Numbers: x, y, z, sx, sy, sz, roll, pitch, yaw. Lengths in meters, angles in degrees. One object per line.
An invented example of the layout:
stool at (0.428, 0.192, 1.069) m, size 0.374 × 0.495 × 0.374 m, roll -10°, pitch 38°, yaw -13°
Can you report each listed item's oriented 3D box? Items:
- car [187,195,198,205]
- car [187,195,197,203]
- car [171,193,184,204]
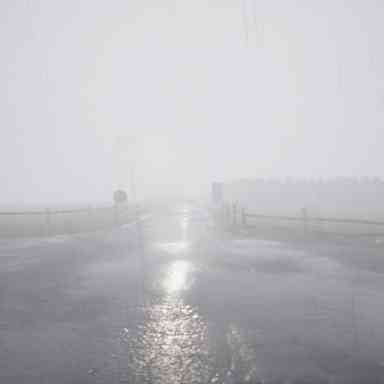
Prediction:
car at (0.010, 1.547, 58.085) m, size 1.895 × 1.301 × 4.718 m, roll 0°, pitch 0°, yaw 0°
car at (0.012, 1.434, 68.060) m, size 1.837 × 1.490 × 4.892 m, roll 0°, pitch 0°, yaw 0°
car at (-2.739, 1.161, 62.195) m, size 2.150 × 2.045 × 5.566 m, roll 0°, pitch 0°, yaw 0°
